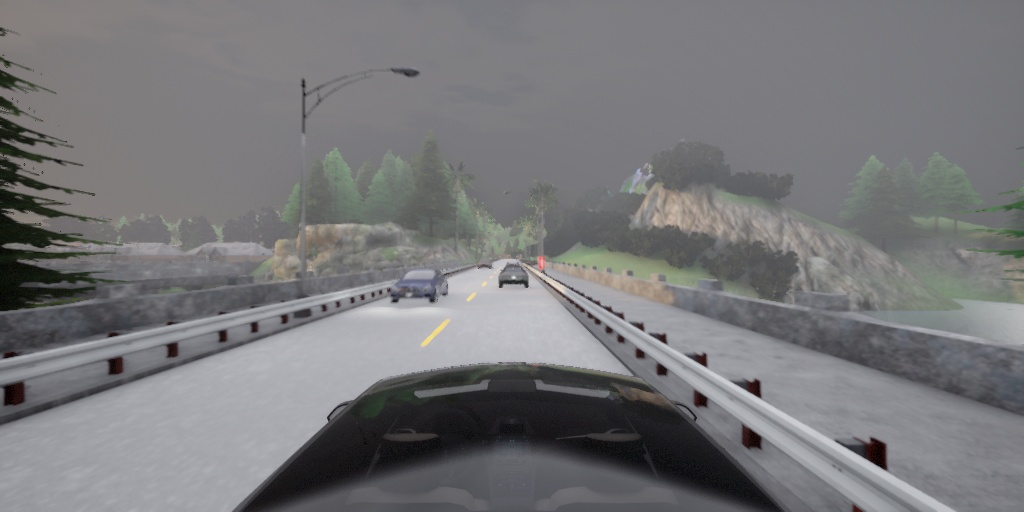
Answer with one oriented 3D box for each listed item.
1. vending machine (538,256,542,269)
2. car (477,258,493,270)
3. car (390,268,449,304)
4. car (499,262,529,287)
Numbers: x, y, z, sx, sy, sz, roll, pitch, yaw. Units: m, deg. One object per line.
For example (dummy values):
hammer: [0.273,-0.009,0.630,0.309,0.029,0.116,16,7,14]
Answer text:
vending machine: [4.317,0.975,52.802,1.100,2.100,0.880,0,0,0]
car: [-4.014,1.133,53.998,2.097,1.767,4.553,0,0,1]
car: [-4.091,1.284,16.581,1.812,1.442,4.674,0,0,0]
car: [0.109,1.327,24.772,1.994,1.385,4.181,0,0,0]
